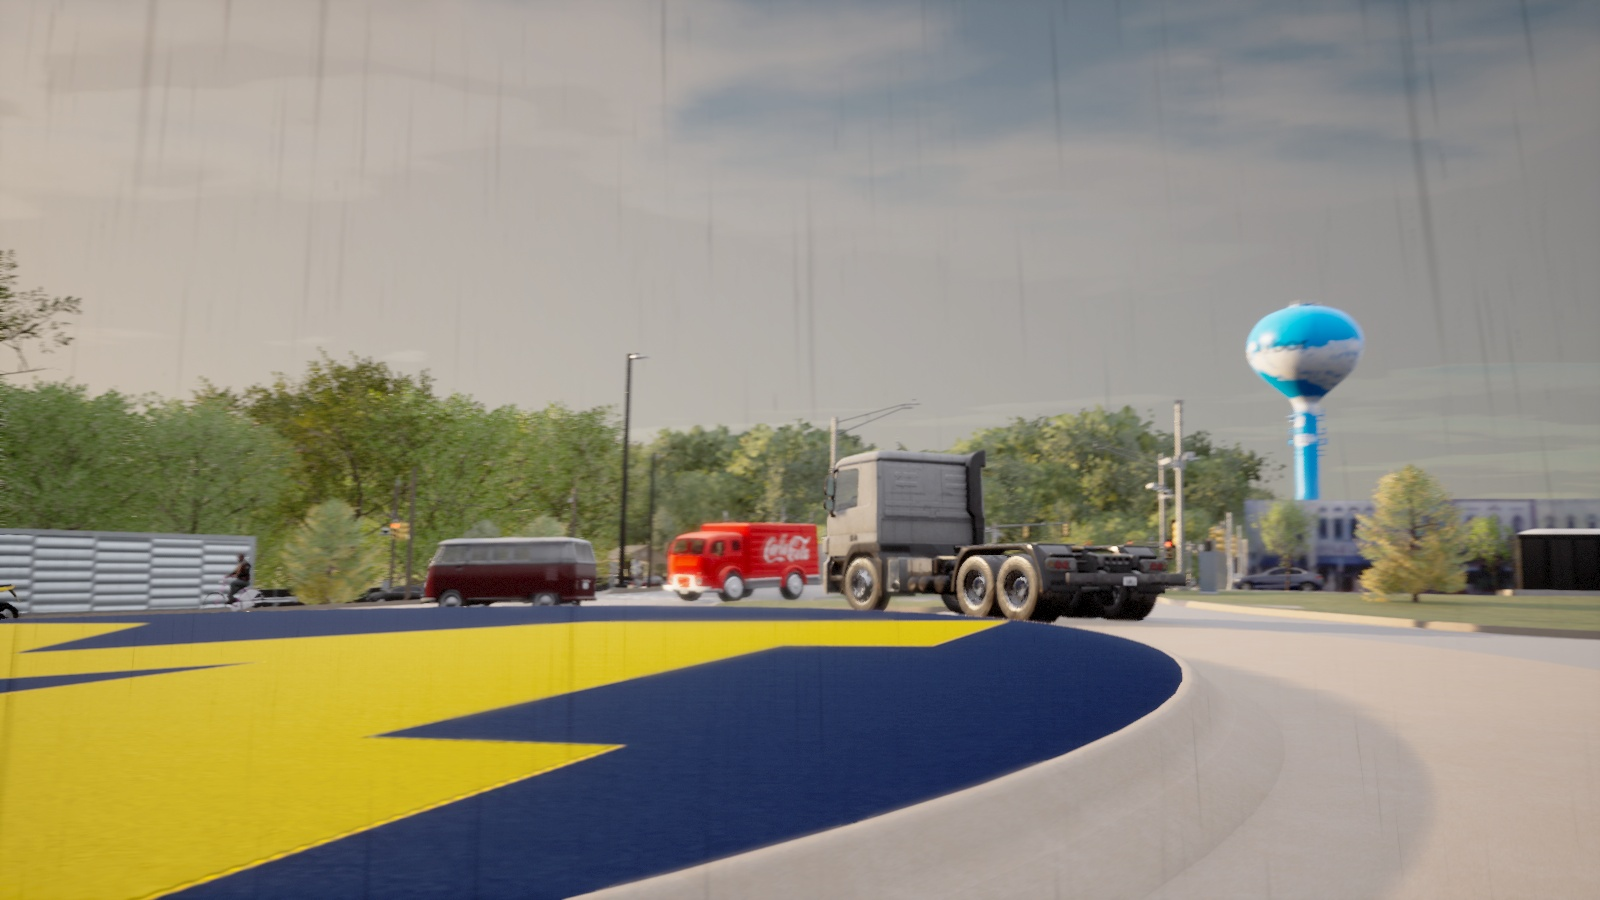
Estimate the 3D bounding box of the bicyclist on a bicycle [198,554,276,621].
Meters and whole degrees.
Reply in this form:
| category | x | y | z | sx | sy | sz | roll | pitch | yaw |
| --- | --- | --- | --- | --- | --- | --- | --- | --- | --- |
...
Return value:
| category | x | y | z | sx | sy | sz | roll | pitch | yaw |
| --- | --- | --- | --- | --- | --- | --- | --- | --- | --- |
| bicyclist on a bicycle | -15.314 | 3.739 | 34.226 | 0.659 | 1.776 | 1.843 | -5 | -7 | 31 |

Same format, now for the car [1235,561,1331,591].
| category | x | y | z | sx | sy | sz | roll | pitch | yaw |
| --- | --- | --- | --- | --- | --- | --- | --- | --- | --- |
| car | 27.763 | 7.260 | 72.316 | 5.027 | 1.651 | 2.152 | -1 | -7 | 19 |

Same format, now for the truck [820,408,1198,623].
| category | x | y | z | sx | sy | sz | roll | pitch | yaw |
| --- | --- | --- | --- | --- | --- | --- | --- | --- | --- |
| truck | 3.613 | 1.477 | 24.360 | 2.891 | 3.462 | 7.936 | 3 | -7 | -29 |

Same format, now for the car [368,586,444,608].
| category | x | y | z | sx | sy | sz | roll | pitch | yaw |
| --- | --- | --- | --- | --- | --- | --- | --- | --- | --- |
| car | -27.666 | 10.311 | 88.207 | 4.892 | 1.490 | 1.837 | 2 | -6 | -21 |

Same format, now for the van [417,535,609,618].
| category | x | y | z | sx | sy | sz | roll | pitch | yaw |
| --- | --- | --- | --- | --- | --- | --- | --- | --- | --- |
| van | -7.324 | 3.265 | 32.205 | 4.442 | 1.987 | 1.775 | -2 | -7 | 13 |

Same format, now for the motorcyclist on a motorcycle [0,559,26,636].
| category | x | y | z | sx | sy | sz | roll | pitch | yaw |
| --- | --- | --- | --- | --- | --- | --- | --- | --- | --- |
| motorcyclist on a motorcycle | -17.059 | 3.070 | 25.672 | 2.044 | 1.523 | 0.797 | 0 | -8 | -29 |

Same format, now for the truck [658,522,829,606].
| category | x | y | z | sx | sy | sz | roll | pitch | yaw |
| --- | --- | --- | --- | --- | --- | --- | --- | --- | --- |
| truck | -1.746 | 3.585 | 40.459 | 2.627 | 2.467 | 5.204 | -3 | -5 | 40 |
